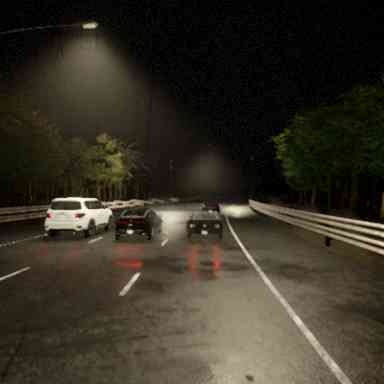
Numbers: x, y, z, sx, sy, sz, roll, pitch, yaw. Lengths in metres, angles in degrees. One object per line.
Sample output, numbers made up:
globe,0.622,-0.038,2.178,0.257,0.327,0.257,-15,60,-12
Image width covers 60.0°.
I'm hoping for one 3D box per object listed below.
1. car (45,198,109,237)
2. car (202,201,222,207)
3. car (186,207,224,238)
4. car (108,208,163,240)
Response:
car,-6.234,1.354,19.021,2.150,2.045,5.566,0,0,3
car,2.139,1.792,36.535,1.837,1.490,4.892,0,0,6
car,0.761,1.746,18.743,1.895,1.301,4.718,0,0,3
car,-2.772,1.637,18.033,1.837,1.490,4.892,0,0,3
